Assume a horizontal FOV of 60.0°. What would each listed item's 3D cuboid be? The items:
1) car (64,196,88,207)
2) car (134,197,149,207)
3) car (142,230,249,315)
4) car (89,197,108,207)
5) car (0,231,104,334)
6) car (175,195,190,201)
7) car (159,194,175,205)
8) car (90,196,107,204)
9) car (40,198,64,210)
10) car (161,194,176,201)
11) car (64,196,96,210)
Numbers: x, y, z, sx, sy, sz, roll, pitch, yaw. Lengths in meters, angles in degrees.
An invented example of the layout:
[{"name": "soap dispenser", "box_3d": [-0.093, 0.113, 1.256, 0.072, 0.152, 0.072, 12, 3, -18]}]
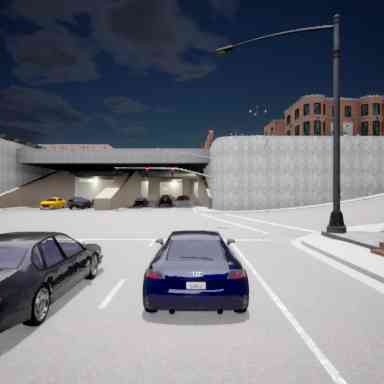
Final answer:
[{"name": "car", "box_3d": [-18.531, 1.489, 53.368, 2.128, 1.511, 4.902, 0, 0, -1]}, {"name": "car", "box_3d": [-7.793, 1.547, 51.214, 2.033, 1.411, 5.357, 0, 0, -1]}, {"name": "car", "box_3d": [0.075, 1.564, 7.676, 1.994, 1.385, 4.181, 0, 0, 0]}, {"name": "car", "box_3d": [-15.039, 1.526, 53.755, 1.812, 1.442, 4.674, 0, 0, -1]}, {"name": "car", "box_3d": [-3.426, 1.547, 6.977, 2.033, 1.411, 5.357, 0, 0, 0]}, {"name": "car", "box_3d": [-2.145, 1.524, 84.982, 1.812, 1.442, 4.674, 0, 0, 28]}, {"name": "car", "box_3d": [-4.423, 1.352, 56.714, 2.097, 1.767, 4.553, 0, 0, -1]}, {"name": "car", "box_3d": [-18.780, 1.522, 66.747, 2.128, 1.511, 4.902, 0, 0, -1]}, {"name": "car", "box_3d": [-18.297, 1.477, 43.904, 1.882, 1.535, 5.008, 0, 0, -1]}, {"name": "car", "box_3d": [-5.951, 1.355, 84.943, 2.097, 1.767, 4.553, 0, 0, 24]}, {"name": "car", "box_3d": [-14.809, 1.547, 44.306, 2.033, 1.411, 5.357, 0, 0, -1]}]
